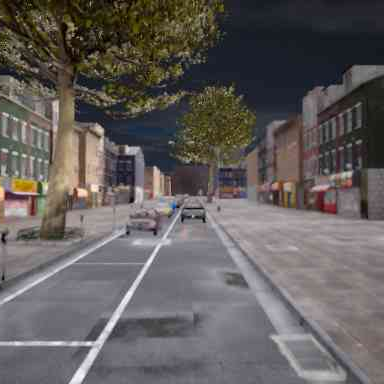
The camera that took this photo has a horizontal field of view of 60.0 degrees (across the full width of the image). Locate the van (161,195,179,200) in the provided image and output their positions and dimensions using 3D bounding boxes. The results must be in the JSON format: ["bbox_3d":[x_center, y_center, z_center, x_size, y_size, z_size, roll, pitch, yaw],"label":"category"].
[{"bbox_3d":[-2.614,1.392,35.510,1.690,1.788,3.998,2,0,0],"label":"van"}]

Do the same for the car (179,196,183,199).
[{"bbox_3d":[-2.621,1.641,46.580,1.947,1.339,4.313,2,0,0],"label":"car"}]

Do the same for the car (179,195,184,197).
[{"bbox_3d":[-2.620,1.612,51.945,1.752,1.417,4.829,2,0,0],"label":"car"}]

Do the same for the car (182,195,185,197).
[{"bbox_3d":[-2.621,1.646,57.650,1.887,1.381,4.507,2,0,0],"label":"car"}]

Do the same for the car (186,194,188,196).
[{"bbox_3d":[-2.616,1.446,68.721,2.192,1.841,5.009,1,0,0],"label":"car"}]

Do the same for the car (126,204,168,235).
[{"bbox_3d":[-2.620,1.603,18.904,1.802,1.307,4.206,2,0,0],"label":"car"}]

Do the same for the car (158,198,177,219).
[{"bbox_3d":[-2.619,1.565,29.805,1.752,1.417,4.829,2,0,0],"label":"car"}]

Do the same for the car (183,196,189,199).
[{"bbox_3d":[0.098,1.630,42.916,1.994,1.385,4.181,0,0,0],"label":"car"}]

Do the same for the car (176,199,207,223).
[{"bbox_3d":[0.100,1.523,25.982,2.128,1.511,4.902,0,0,0],"label":"car"}]

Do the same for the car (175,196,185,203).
[{"bbox_3d":[-2.622,1.698,74.255,2.008,1.369,4.403,1,0,0],"label":"car"}]
